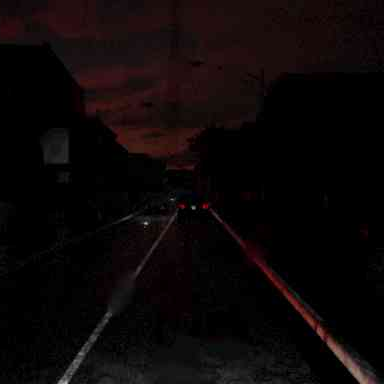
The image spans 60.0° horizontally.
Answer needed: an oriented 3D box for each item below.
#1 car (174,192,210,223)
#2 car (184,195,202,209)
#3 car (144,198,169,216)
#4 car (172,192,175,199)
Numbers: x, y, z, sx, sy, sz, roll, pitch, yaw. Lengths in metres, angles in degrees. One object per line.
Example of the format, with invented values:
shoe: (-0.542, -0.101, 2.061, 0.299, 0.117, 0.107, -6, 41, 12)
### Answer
car: (0.102, 1.086, 23.955, 2.150, 2.045, 5.566, 0, 0, 0)
car: (0.100, 1.200, 41.280, 2.128, 1.511, 4.902, 0, 1, 0)
car: (-3.161, 1.300, 30.122, 1.882, 1.535, 5.008, 0, 0, 0)
car: (-3.361, 0.661, 71.773, 2.128, 1.511, 4.902, 0, 1, 0)
